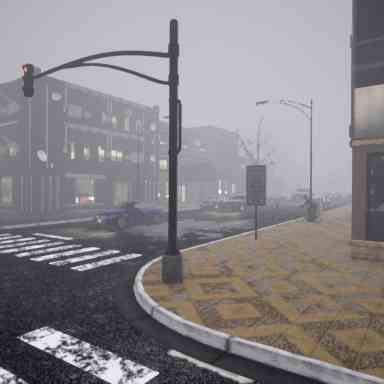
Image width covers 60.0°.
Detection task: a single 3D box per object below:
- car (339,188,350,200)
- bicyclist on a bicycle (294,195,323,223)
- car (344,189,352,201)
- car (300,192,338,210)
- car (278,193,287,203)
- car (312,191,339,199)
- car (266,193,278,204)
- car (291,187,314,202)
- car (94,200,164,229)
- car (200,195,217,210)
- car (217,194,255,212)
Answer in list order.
[{"bbox_3d":[24.271,0.571,54.515,2.033,1.411,5.357,1,1,36],"label":"car"},{"bbox_3d":[6.821,1.003,19.567,1.656,1.620,0.582,0,1,35],"label":"bicyclist on a bicycle"},{"bbox_3d":[25.469,0.618,51.649,1.887,1.381,4.507,2,2,35],"label":"car"},{"bbox_3d":[12.701,0.993,33.035,2.008,1.369,4.403,2,2,35],"label":"car"},{"bbox_3d":[12.158,0.766,47.209,1.802,1.307,4.206,2,2,35],"label":"car"},{"bbox_3d":[18.587,0.788,46.281,1.895,1.301,4.718,1,1,35],"label":"car"},{"bbox_3d":[8.917,0.821,42.589,1.887,1.381,4.507,2,2,35],"label":"car"},{"bbox_3d":[16.154,0.369,48.215,2.150,2.045,5.566,1,1,35],"label":"car"},{"bbox_3d":[-3.609,1.247,19.848,1.812,1.442,4.674,1,1,37],"label":"car"},{"bbox_3d":[2.440,1.011,33.345,2.008,1.369,4.403,2,2,35],"label":"car"},{"bbox_3d":[4.655,0.961,31.785,1.882,1.535,5.008,1,1,35],"label":"car"}]
